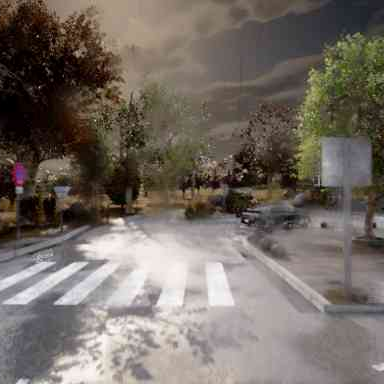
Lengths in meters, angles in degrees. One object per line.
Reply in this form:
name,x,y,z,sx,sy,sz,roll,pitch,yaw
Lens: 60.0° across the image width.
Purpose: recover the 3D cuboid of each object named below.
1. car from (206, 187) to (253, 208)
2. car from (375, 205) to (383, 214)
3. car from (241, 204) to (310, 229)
car,4.284,0.596,37.715,5.566,2.045,2.150,-4,2,-28
car,21.018,1.548,33.794,2.163,1.488,4.792,0,-1,-21
car,5.363,1.507,21.017,4.902,1.511,2.128,0,-1,-30
